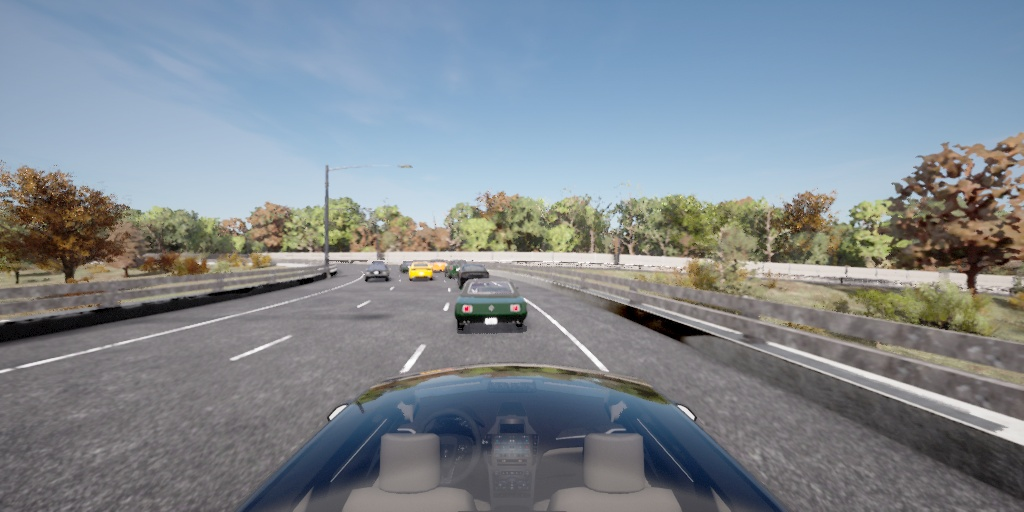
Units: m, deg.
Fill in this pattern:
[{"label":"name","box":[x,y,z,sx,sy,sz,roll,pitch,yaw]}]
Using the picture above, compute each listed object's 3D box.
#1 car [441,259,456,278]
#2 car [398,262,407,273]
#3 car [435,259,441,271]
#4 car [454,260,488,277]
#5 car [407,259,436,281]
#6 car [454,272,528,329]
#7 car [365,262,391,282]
[{"label":"car","box":[-5.248,1.146,34.167,2.097,1.767,4.553,0,0,-17]},{"label":"car","box":[-12.956,1.382,44.791,1.994,1.385,4.181,0,0,-24]},{"label":"car","box":[-9.707,1.166,46.054,2.097,1.767,4.553,0,0,-23]},{"label":"car","box":[-2.644,1.257,23.807,1.882,1.535,5.008,0,0,-11]},{"label":"car","box":[-7.977,1.273,31.244,1.882,1.535,5.008,0,0,-16]},{"label":"car","box":[-0.712,1.363,11.294,1.895,1.301,4.718,0,0,-5]},{"label":"car","box":[-11.231,1.346,30.037,2.033,1.411,5.357,0,0,-18]}]
